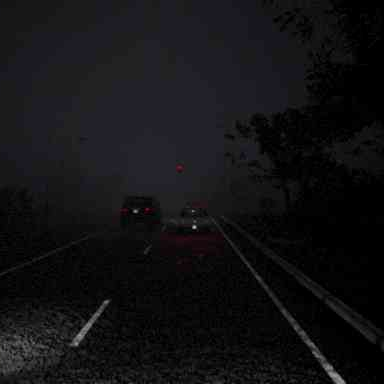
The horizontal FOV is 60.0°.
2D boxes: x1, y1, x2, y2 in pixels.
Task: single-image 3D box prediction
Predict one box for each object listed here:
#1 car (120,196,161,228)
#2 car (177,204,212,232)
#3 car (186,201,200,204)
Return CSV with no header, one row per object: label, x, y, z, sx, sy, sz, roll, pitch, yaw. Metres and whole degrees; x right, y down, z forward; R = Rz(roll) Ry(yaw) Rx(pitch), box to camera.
car,-3.400,1.268,22.751,2.150,2.045,5.566,0,0,0
car,0.103,1.642,20.271,1.895,1.301,4.718,0,0,-1
car,0.102,1.746,35.761,1.837,1.490,4.892,0,-2,0
